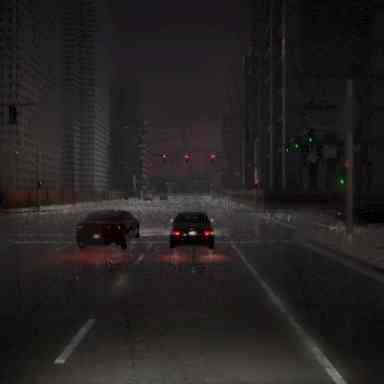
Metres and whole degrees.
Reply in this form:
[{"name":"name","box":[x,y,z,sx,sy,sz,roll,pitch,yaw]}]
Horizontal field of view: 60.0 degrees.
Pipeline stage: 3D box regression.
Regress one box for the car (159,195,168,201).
[{"name":"car","box":[-6.680,1.446,78.208,1.837,1.490,4.892,0,0,1]}]

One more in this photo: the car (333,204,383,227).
[{"name":"car","box":[12.281,1.475,22.090,5.357,1.411,2.033,0,0,0]}]

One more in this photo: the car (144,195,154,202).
[{"name":"car","box":[-10.179,1.471,78.263,2.128,1.511,4.902,0,0,1]}]

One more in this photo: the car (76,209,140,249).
[{"name":"car","box":[-3.507,1.483,14.659,1.882,1.535,5.008,0,0,0]}]

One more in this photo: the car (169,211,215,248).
[{"name":"car","box":[-0.007,1.561,14.677,2.033,1.411,5.357,0,0,0]}]
